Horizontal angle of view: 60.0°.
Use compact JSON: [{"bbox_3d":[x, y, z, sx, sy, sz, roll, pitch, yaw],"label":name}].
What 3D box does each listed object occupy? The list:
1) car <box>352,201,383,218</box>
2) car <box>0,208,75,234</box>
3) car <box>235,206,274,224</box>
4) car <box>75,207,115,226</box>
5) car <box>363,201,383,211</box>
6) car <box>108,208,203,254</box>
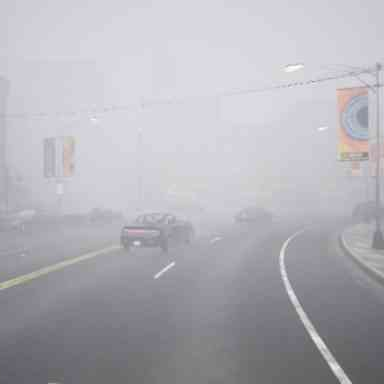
[{"bbox_3d":[18.866,1.756,34.633,4.553,1.767,2.097,0,-1,-30],"label":"car"},{"bbox_3d":[-9.925,1.757,21.000,2.002,1.452,4.674,0,-1,20],"label":"car"},{"bbox_3d":[5.299,1.886,27.902,1.994,1.385,4.181,-1,-1,35],"label":"car"},{"bbox_3d":[-7.767,1.893,26.307,1.895,1.301,4.718,0,-1,30],"label":"car"},{"bbox_3d":[28.873,2.130,49.955,5.357,1.411,2.033,0,-1,-7],"label":"car"},{"bbox_3d":[-1.303,1.656,14.316,2.128,1.511,4.902,0,-1,16],"label":"car"}]
